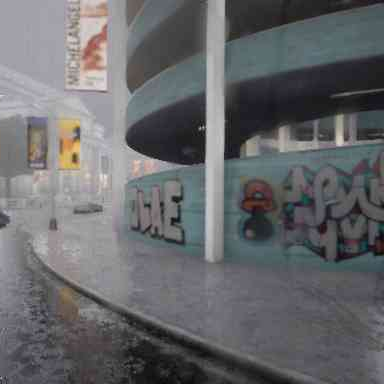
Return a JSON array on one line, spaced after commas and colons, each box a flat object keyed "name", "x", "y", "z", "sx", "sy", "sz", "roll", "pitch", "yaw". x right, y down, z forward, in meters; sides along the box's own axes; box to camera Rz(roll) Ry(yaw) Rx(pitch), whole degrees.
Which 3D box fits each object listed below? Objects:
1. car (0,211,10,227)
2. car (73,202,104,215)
[{"name": "car", "x": -13.077, "y": 1.627, "z": 20.878, "sx": 1.812, "sy": 1.442, "sz": 4.674, "roll": 0, "pitch": -1, "yaw": -11}, {"name": "car", "x": -11.860, "y": 1.839, "z": 38.440, "sx": 1.994, "sy": 1.385, "sz": 4.181, "roll": 0, "pitch": -1, "yaw": 13}]
